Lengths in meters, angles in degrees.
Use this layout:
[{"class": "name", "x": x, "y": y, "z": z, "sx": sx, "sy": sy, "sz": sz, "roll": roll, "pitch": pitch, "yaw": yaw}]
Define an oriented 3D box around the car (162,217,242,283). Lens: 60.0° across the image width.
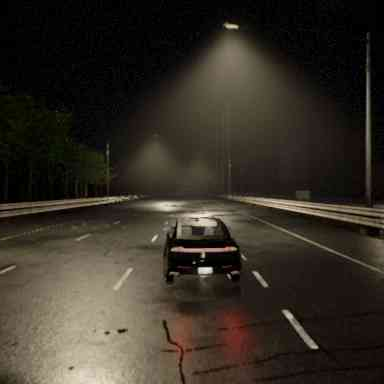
[{"class": "car", "x": 0.177, "y": 1.452, "z": 9.547, "sx": 2.128, "sy": 1.511, "sz": 4.902, "roll": 0, "pitch": 0, "yaw": -3}]
